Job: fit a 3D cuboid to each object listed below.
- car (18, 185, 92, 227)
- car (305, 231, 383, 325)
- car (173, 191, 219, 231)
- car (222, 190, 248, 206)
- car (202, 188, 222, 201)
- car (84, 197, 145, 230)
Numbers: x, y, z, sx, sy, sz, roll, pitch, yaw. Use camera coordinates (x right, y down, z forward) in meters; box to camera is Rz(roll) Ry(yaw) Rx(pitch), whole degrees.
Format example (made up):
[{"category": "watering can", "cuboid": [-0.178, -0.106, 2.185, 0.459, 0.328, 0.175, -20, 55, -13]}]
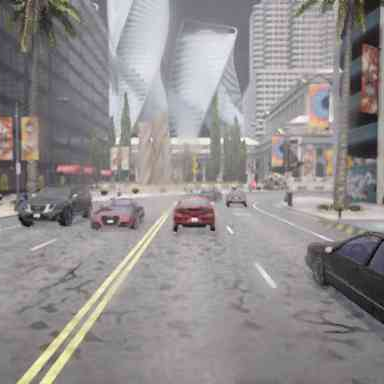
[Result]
[{"category": "car", "cuboid": [-7.062, 0.641, 17.943, 2.150, 2.045, 5.566, 0, 2, 1]}, {"category": "car", "cuboid": [3.599, 1.367, 5.472, 2.033, 1.411, 5.357, 0, 2, 0]}, {"category": "car", "cuboid": [0.099, 0.943, 16.522, 1.882, 1.535, 5.008, 0, 2, 0]}, {"category": "car", "cuboid": [4.325, 0.530, 31.585, 2.033, 1.411, 5.357, 0, 2, 10]}, {"category": "car", "cuboid": [2.138, 0.315, 36.552, 2.128, 1.511, 4.902, 0, 2, 17]}, {"category": "car", "cuboid": [-3.544, 1.031, 16.483, 1.994, 1.385, 4.181, 0, 2, 1]}]
